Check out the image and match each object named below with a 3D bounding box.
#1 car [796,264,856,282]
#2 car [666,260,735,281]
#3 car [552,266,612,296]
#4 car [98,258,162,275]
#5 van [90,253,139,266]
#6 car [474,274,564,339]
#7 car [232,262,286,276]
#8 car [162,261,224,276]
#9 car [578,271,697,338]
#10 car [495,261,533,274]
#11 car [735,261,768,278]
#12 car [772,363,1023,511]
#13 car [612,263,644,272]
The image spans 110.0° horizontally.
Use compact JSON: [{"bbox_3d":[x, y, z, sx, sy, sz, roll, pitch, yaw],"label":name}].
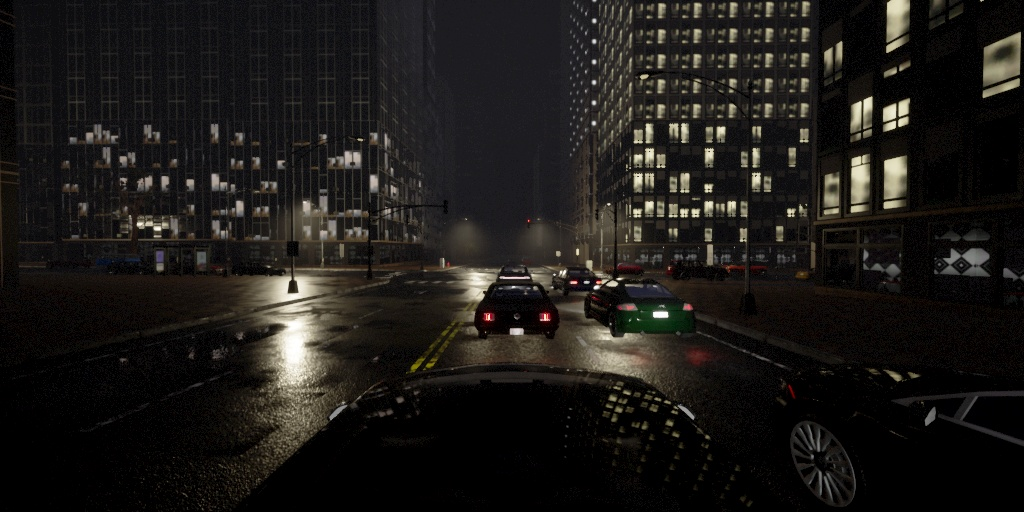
[{"bbox_3d":[27.683,1.577,31.354,4.829,1.417,1.751,0,0,1],"label":"car"},{"bbox_3d":[16.235,1.267,31.568,5.009,1.841,2.192,0,0,1],"label":"car"},{"bbox_3d":[3.409,1.288,19.435,2.033,1.411,5.357,0,0,-3],"label":"car"},{"bbox_3d":[-34.054,1.068,32.477,4.313,1.339,1.948,0,0,1],"label":"car"},{"bbox_3d":[-45.232,0.603,41.154,3.998,1.789,1.690,0,0,1],"label":"van"},{"bbox_3d":[0.110,1.347,9.979,1.895,1.301,4.718,0,0,0],"label":"car"},{"bbox_3d":[-22.689,1.172,32.153,4.313,1.339,1.948,0,0,1],"label":"car"},{"bbox_3d":[-28.373,1.137,32.295,4.207,1.307,1.802,0,0,1],"label":"car"},{"bbox_3d":[3.369,1.310,10.205,1.994,1.385,4.181,0,0,-1],"label":"car"},{"bbox_3d":[0.123,1.232,19.235,2.128,1.511,4.902,0,0,0],"label":"car"},{"bbox_3d":[23.788,1.276,37.201,4.553,1.767,2.097,0,1,1],"label":"car"},{"bbox_3d":[3.340,1.242,1.375,2.128,1.511,4.902,0,0,0],"label":"car"},{"bbox_3d":[11.565,1.381,37.435,4.181,1.385,1.994,1,1,1],"label":"car"}]
